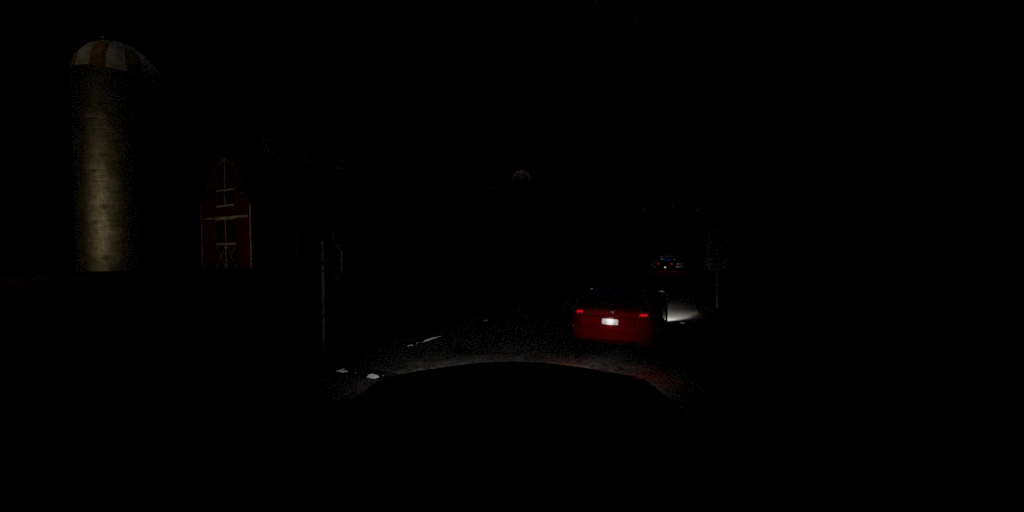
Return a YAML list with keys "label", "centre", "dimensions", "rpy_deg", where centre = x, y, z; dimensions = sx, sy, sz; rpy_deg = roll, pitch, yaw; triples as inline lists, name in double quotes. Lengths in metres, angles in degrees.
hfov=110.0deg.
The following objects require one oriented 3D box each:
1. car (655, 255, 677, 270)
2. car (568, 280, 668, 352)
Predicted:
- label: "car"
  centre: [16.371, 0.787, 38.094]
  dimensions: [1.895, 1.301, 4.718]
  rpy_deg: [0, 1, 25]
- label: "car"
  centre: [2.847, 1.306, 9.141]
  dimensions: [1.994, 1.385, 4.181]
  rpy_deg: [0, 0, 25]
